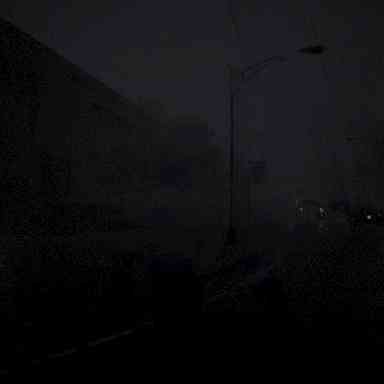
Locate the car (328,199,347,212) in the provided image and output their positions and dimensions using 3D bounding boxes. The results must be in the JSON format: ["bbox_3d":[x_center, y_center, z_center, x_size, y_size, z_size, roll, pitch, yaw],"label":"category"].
[{"bbox_3d":[17.247,1.515,39.175,1.882,1.535,5.008,0,1,17],"label":"car"}]

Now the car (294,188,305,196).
[{"bbox_3d":[22.557,-0.024,69.594,1.837,1.490,4.892,0,4,17],"label":"car"}]

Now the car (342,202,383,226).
[{"bbox_3d":[13.185,1.754,25.617,1.994,1.385,4.181,0,0,17],"label":"car"}]

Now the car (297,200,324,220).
[{"bbox_3d":[10.699,1.540,30.148,2.097,1.767,4.553,0,0,17],"label":"car"}]
